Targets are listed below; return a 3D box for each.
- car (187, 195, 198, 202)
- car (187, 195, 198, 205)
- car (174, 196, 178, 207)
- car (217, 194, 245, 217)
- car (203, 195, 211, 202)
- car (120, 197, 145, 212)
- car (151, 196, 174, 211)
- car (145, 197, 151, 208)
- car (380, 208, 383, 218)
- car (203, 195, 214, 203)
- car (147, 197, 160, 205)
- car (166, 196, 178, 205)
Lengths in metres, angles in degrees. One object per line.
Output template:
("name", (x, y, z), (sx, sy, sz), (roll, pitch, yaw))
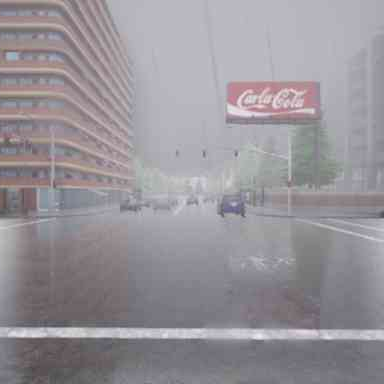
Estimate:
("car", (0.068, 1.559, 78.747), (2.128, 1.511, 4.902), (0, 0, -6))
("car", (0.152, 1.516, 58.915), (2.128, 1.511, 4.902), (0, 0, 0))
("car", (-3.537, 1.585, 49.194), (1.994, 1.385, 4.181), (0, 0, 1))
("car", (3.627, 1.235, 31.479), (2.150, 2.045, 5.566), (0, 0, 0))
("car", (3.568, 1.505, 78.681), (1.812, 1.442, 4.674), (0, 0, 0))
("car", (-7.054, 1.494, 38.784), (1.882, 1.535, 5.008), (0, 0, 0))
("car", (-3.549, 1.543, 40.434), (1.812, 1.442, 4.674), (0, 0, 0))
("car", (-7.045, 1.512, 48.251), (2.128, 1.511, 4.902), (0, 0, 0))
("car", (16.291, 1.232, 23.229), (5.566, 2.045, 2.150), (0, 0, 0))
("car", (3.561, 1.381, 69.857), (2.097, 1.767, 4.553), (0, 0, 0))
("car", (-7.003, 1.627, 60.889), (1.895, 1.301, 4.718), (0, 0, 0))
("car", (-3.516, 1.503, 59.695), (1.882, 1.535, 5.008), (0, 0, 0))
